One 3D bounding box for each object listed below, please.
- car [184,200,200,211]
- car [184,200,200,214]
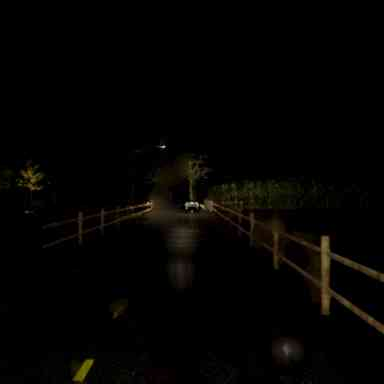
[{"bbox_3d":[0.002,1.896,49.470,2.128,1.511,4.902,0,-1,0],"label":"car"},{"bbox_3d":[0.002,1.885,39.490,1.895,1.301,4.718,0,-1,0],"label":"car"}]
